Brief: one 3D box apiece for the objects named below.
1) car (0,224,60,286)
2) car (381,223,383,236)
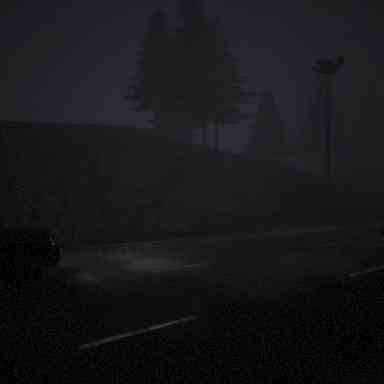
[{"bbox_3d":[-6.165,1.251,7.906,5.566,2.045,2.150,0,0,-36],"label":"car"},{"bbox_3d":[11.223,1.627,16.108,5.357,1.411,2.033,0,0,-35],"label":"car"}]
